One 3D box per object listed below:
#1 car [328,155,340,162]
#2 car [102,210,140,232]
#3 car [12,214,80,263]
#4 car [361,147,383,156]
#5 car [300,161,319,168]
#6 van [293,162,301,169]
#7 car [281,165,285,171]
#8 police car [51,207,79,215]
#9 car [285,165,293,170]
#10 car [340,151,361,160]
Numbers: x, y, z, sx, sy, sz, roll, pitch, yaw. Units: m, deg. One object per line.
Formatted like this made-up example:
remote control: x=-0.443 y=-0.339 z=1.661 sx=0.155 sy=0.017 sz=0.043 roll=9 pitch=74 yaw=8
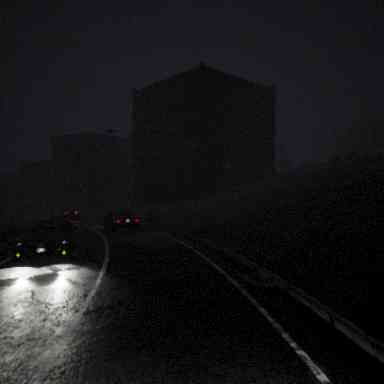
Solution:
car: x=22.312 y=-4.821 z=50.135 sx=2.185 sy=1.767 sz=4.553 roll=0 pitch=1 yaw=0
car: x=-5.173 y=1.990 z=23.856 sx=2.033 sy=1.411 sz=5.357 roll=-1 pitch=-1 yaw=-24
car: x=-5.504 y=1.789 z=13.007 sx=1.994 sy=1.385 sz=4.181 roll=0 pitch=-1 yaw=-14
car: x=22.303 y=-4.489 z=38.942 sx=2.002 sy=1.452 sz=4.674 roll=0 pitch=1 yaw=0
car: x=22.321 y=-4.842 z=61.153 sx=2.231 sy=1.521 sz=4.892 roll=0 pitch=1 yaw=0
van: x=22.325 y=-5.134 z=66.547 sx=1.878 sy=1.987 sz=4.442 roll=0 pitch=1 yaw=0
car: x=22.334 y=-5.277 z=77.677 sx=2.435 sy=2.045 sz=5.566 roll=0 pitch=1 yaw=0
police car: x=-15.286 y=2.650 z=39.635 sx=2.038 sy=1.542 sz=4.974 roll=-2 pitch=-1 yaw=-40
car: x=22.331 y=-4.931 z=72.193 sx=2.002 sy=1.452 sz=4.674 roll=0 pitch=1 yaw=0
car: x=22.307 y=-4.741 z=44.615 sx=2.185 sy=1.767 sz=4.553 roll=0 pitch=1 yaw=0
